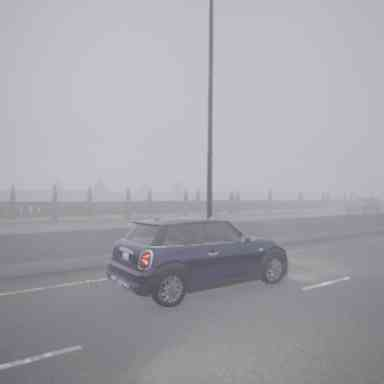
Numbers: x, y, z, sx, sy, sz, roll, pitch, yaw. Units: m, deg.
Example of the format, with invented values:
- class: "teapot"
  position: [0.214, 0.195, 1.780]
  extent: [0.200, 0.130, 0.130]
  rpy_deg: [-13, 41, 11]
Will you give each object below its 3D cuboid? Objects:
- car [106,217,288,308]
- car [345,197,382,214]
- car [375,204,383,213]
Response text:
- class: "car"
  position: [0.319, 1.402, 8.275]
  extent: [4.553, 1.767, 2.097]
  rpy_deg: [1, 0, -36]
- class: "car"
  position: [20.889, 1.676, 40.348]
  extent: [5.566, 2.045, 2.150]
  rpy_deg: [1, -1, -35]
- class: "car"
  position: [19.184, 1.971, 30.558]
  extent: [4.718, 1.301, 1.895]
  rpy_deg: [1, 0, -35]
